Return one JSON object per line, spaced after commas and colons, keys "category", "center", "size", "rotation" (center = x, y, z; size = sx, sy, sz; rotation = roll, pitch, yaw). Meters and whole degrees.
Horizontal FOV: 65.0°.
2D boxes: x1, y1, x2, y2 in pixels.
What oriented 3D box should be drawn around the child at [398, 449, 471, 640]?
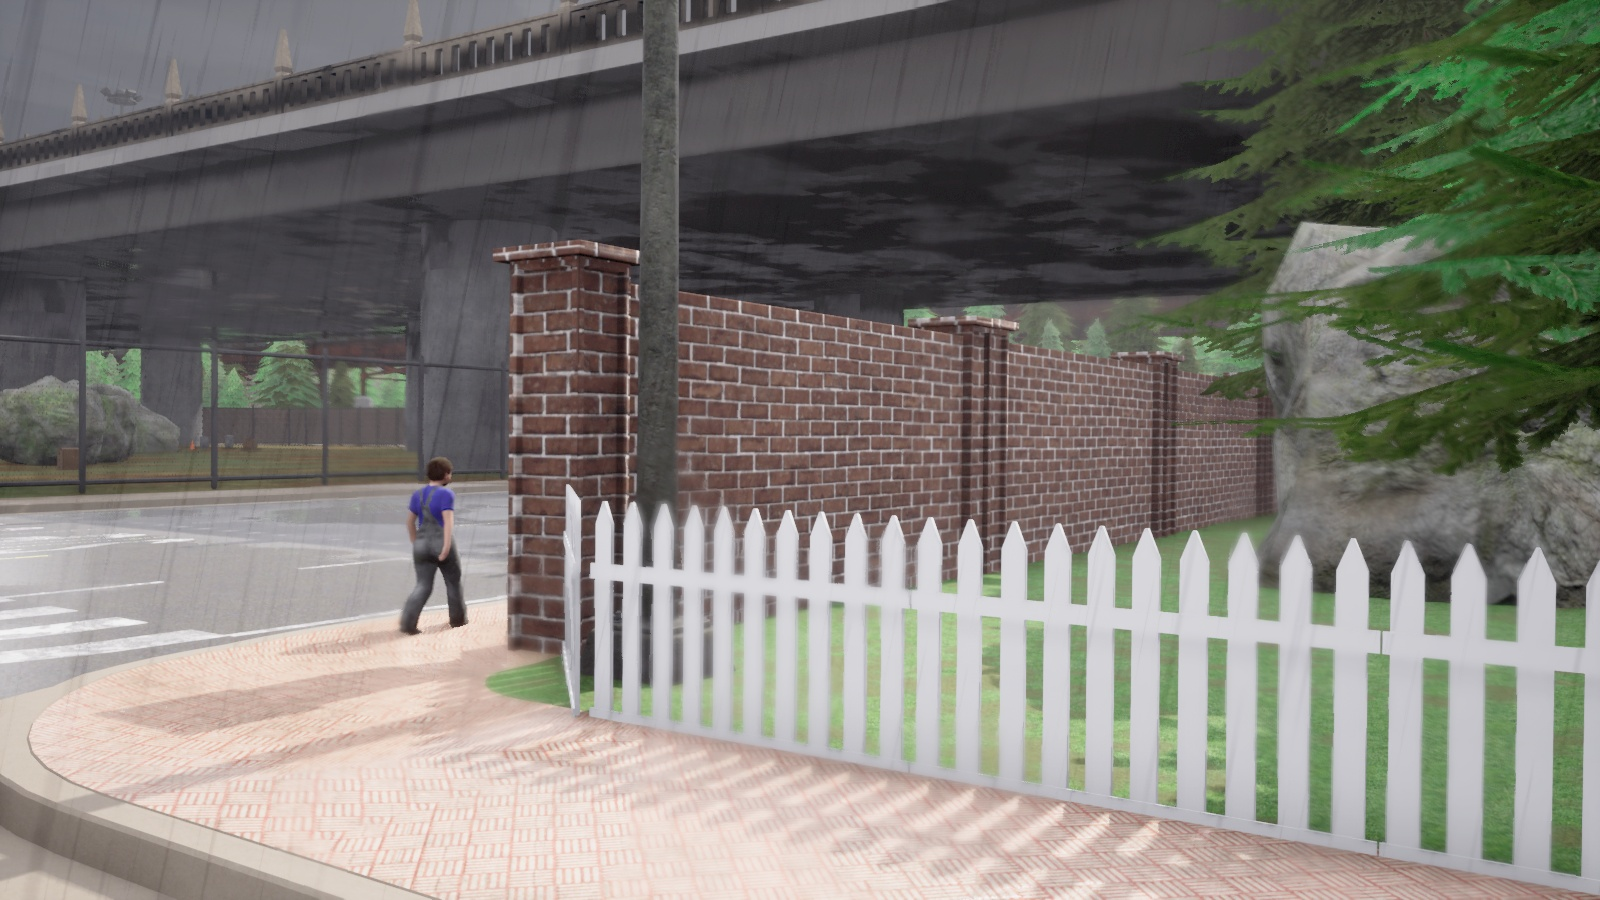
{"category": "child", "center": [-2.498, 0.630, 8.595], "size": [0.270, 1.263, 0.437], "rotation": [0, 1, 17]}
